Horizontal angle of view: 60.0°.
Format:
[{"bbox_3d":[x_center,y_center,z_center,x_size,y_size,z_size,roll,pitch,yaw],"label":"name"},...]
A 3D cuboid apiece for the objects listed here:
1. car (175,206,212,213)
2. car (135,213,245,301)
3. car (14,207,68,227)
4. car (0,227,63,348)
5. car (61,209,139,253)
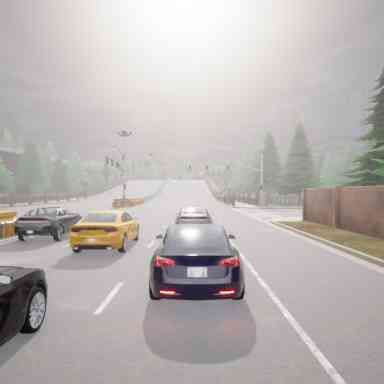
[{"bbox_3d":[0.090,1.492,17.491,2.128,1.511,4.902,0,0,0],"label":"car"},{"bbox_3d":[0.096,1.504,8.400,2.163,1.488,4.792,0,0,0],"label":"car"},{"bbox_3d":[-6.909,1.491,16.599,2.128,1.511,4.902,0,0,0],"label":"car"},{"bbox_3d":[-3.400,1.478,3.737,1.882,1.535,5.008,0,0,0],"label":"car"},{"bbox_3d":[-3.407,1.478,13.754,1.882,1.535,5.008,0,0,0],"label":"car"}]
